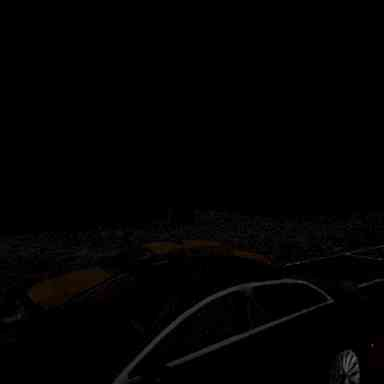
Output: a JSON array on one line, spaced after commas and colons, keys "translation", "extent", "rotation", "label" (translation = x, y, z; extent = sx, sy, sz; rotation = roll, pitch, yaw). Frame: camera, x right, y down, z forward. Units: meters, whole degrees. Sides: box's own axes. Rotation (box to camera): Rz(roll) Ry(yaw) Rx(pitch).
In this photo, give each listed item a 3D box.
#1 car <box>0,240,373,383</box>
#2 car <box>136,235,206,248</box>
[{"translation": [-0.128, 1.492, 3.277], "extent": [4.902, 1.511, 2.128], "rotation": [0, 0, -35], "label": "car"}, {"translation": [-0.552, 1.528, 6.256], "extent": [4.829, 1.417, 1.752], "rotation": [0, 0, -35], "label": "car"}]
